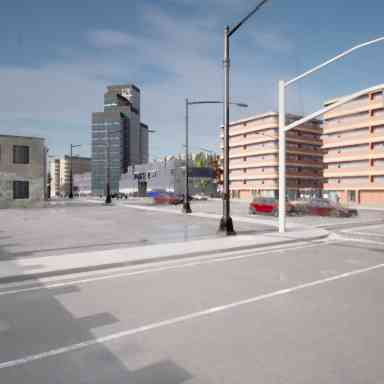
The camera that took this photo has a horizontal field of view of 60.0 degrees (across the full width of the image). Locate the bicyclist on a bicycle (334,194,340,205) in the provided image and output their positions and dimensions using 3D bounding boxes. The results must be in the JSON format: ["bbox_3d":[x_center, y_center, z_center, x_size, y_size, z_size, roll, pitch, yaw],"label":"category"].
[{"bbox_3d":[20.042,1.094,45.989,1.656,1.620,0.582,0,1,-34],"label":"bicyclist on a bicycle"}]

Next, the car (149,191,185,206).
[{"bbox_3d":[-3.451,1.059,44.945,1.882,1.535,5.008,0,1,-34],"label":"car"}]

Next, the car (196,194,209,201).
[{"bbox_3d":[1.042,0.959,63.344,1.895,1.301,4.718,0,1,-34],"label":"car"}]

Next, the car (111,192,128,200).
[{"bbox_3d":[-12.855,0.644,58.866,1.994,1.385,4.181,0,1,-34],"label":"car"}]

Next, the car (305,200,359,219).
[{"bbox_3d":[11.594,1.457,29.128,2.033,1.411,5.357,0,1,-34],"label":"car"}]

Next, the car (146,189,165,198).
[{"bbox_3d":[-7.497,0.334,69.631,2.150,2.045,5.566,0,1,-34],"label":"car"}]

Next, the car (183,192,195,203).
[{"bbox_3d":[-2.229,1.077,49.363,2.033,1.411,5.357,0,1,-34],"label":"car"}]

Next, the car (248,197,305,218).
[{"bbox_3d":[7.163,1.235,29.409,2.097,1.767,4.553,0,0,-34],"label":"car"}]

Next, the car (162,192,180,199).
[{"bbox_3d":[-4.592,0.661,71.584,1.994,1.385,4.181,0,1,-34],"label":"car"}]
